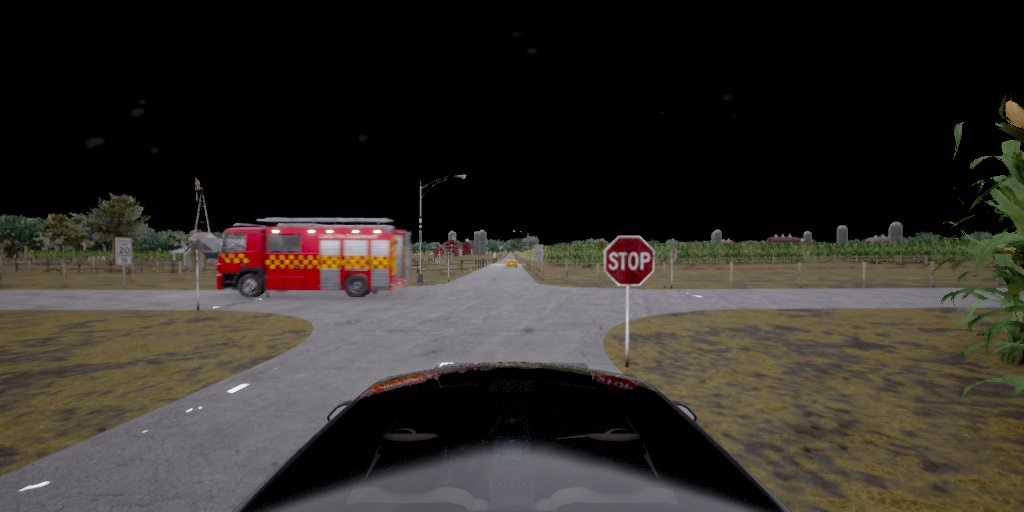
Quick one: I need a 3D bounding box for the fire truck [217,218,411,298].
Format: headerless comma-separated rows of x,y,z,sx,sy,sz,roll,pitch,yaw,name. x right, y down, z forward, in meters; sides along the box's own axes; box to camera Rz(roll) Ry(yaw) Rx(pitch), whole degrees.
-9.729,0.062,18.156,8.468,3.827,2.891,0,1,0,fire truck

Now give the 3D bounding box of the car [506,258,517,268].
-0.062,1.185,61.450,1.882,1.535,5.008,0,0,0,car
